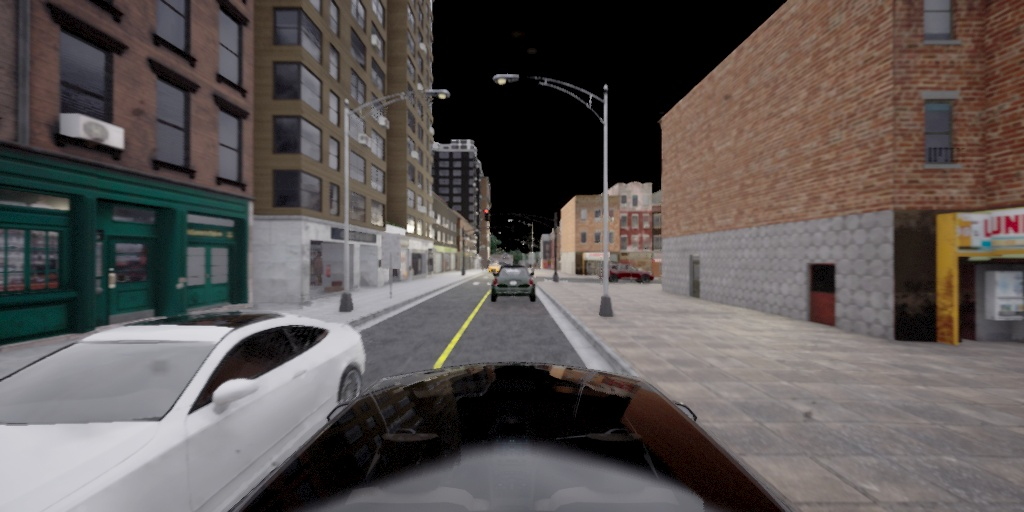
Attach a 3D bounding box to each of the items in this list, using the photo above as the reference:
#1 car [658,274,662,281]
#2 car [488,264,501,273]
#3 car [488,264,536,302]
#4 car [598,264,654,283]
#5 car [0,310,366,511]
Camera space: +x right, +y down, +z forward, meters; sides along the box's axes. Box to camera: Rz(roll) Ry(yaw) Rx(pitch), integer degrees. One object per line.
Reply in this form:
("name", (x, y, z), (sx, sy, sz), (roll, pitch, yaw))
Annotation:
("car", (16.496, 1.987, 34.178), (4.829, 1.417, 1.751), (0, 0, 0))
("car", (-2.827, 2.000, 58.869), (1.882, 1.535, 5.008), (0, -1, 0))
("car", (0.071, 1.234, 18.174), (2.097, 1.767, 4.553), (0, -1, 0))
("car", (10.781, 1.674, 34.188), (5.009, 1.841, 2.192), (0, 0, 0))
("car", (-2.847, 1.284, 3.075), (1.812, 1.442, 4.674), (0, -1, 0))
